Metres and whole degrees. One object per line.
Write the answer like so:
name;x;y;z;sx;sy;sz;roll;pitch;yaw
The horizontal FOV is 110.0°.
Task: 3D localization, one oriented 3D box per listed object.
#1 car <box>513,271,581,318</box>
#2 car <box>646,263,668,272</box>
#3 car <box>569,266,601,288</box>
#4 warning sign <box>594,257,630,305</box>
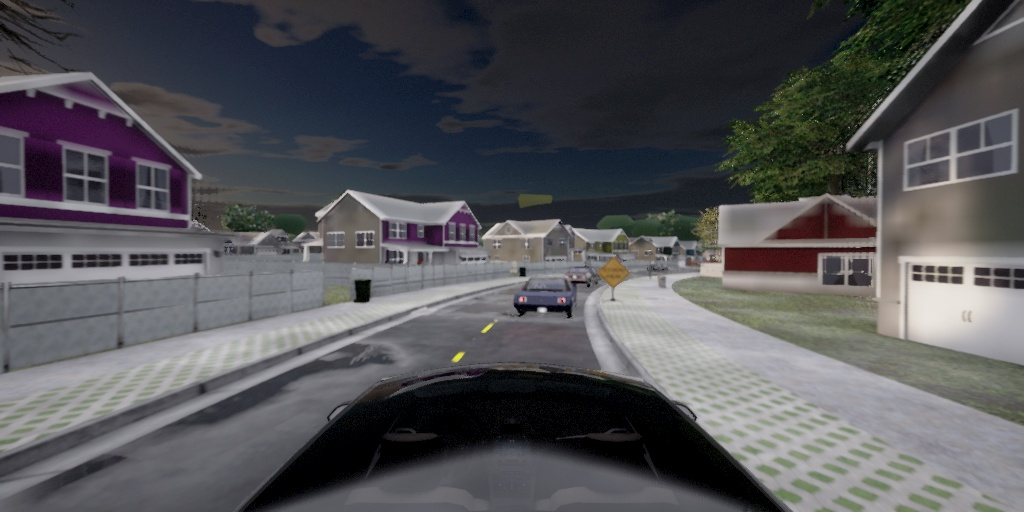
car;1.428;1.416;13.366;1.895;1.301;4.718;0;0;13
car;22.640;1.751;55.913;1.994;1.385;4.181;1;0;45
car;5.114;1.453;25.974;2.033;1.411;5.357;0;0;23
warning sign;4.074;0.950;14.492;1.300;1.860;1.060;0;0;13
